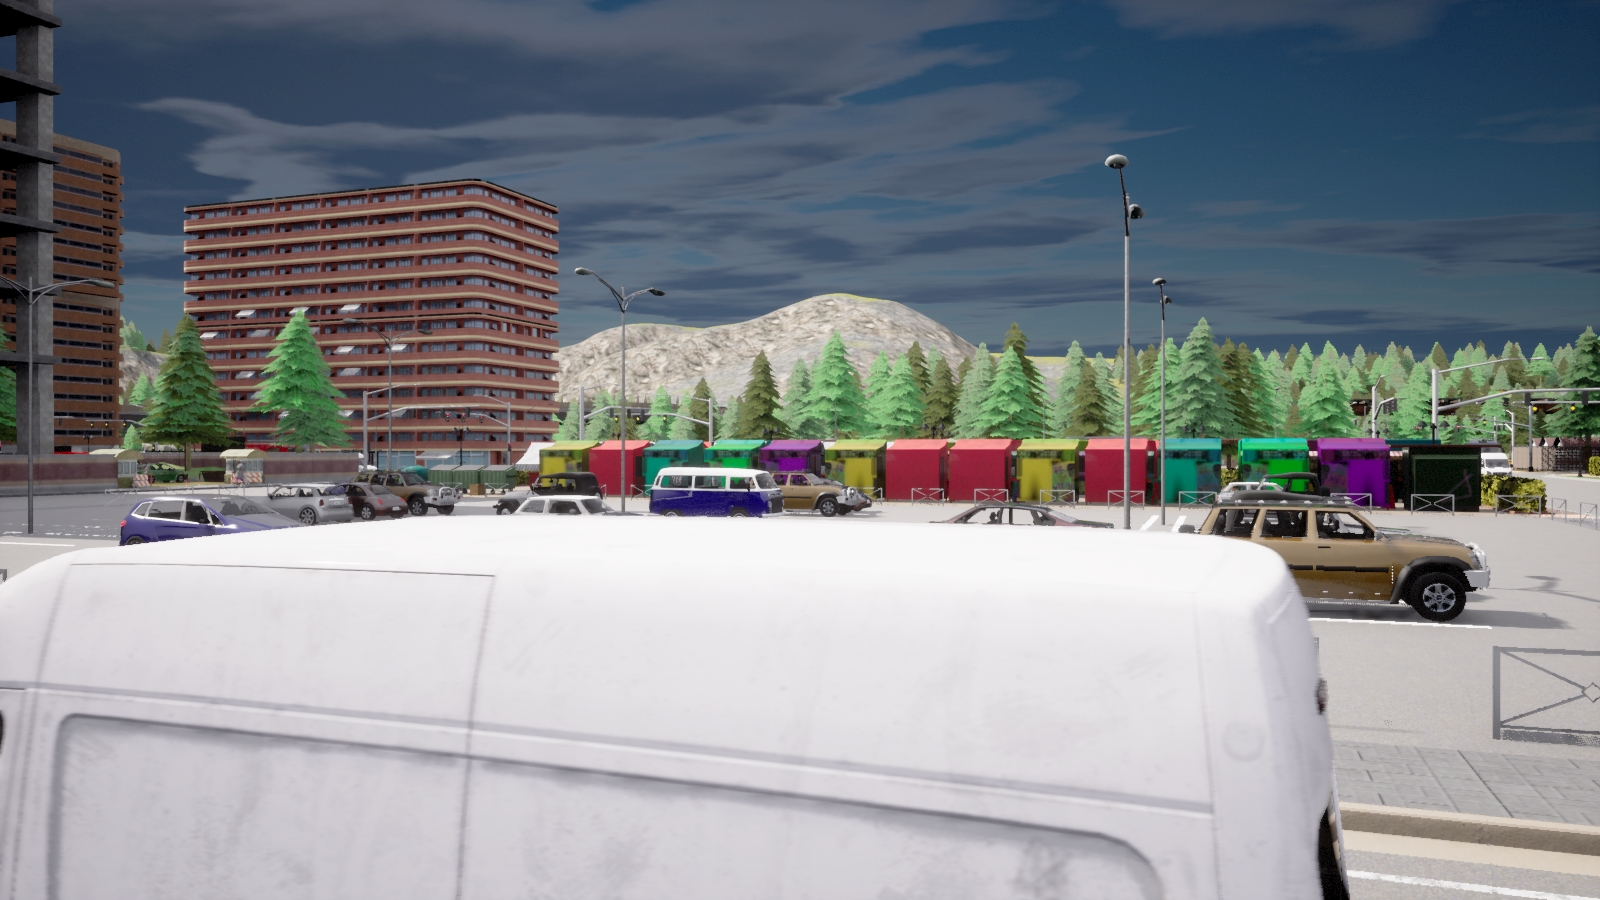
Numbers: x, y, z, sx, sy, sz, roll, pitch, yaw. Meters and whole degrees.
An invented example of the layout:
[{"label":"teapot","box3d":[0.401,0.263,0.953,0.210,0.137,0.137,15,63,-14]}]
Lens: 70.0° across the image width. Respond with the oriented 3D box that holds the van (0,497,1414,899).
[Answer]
[{"label":"van","box3d":[-1.369,1.534,3.892,5.915,2.561,1.988,0,1,22]}]
